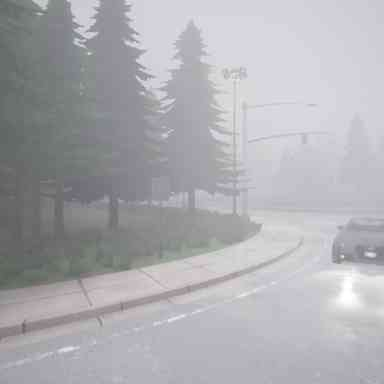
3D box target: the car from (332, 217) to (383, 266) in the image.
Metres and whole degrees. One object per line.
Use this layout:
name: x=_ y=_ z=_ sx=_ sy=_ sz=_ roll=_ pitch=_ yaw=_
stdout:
car: x=5.910 y=1.564 z=11.084 sx=1.994 sy=1.385 sz=4.181 roll=0 pitch=0 yaw=27
